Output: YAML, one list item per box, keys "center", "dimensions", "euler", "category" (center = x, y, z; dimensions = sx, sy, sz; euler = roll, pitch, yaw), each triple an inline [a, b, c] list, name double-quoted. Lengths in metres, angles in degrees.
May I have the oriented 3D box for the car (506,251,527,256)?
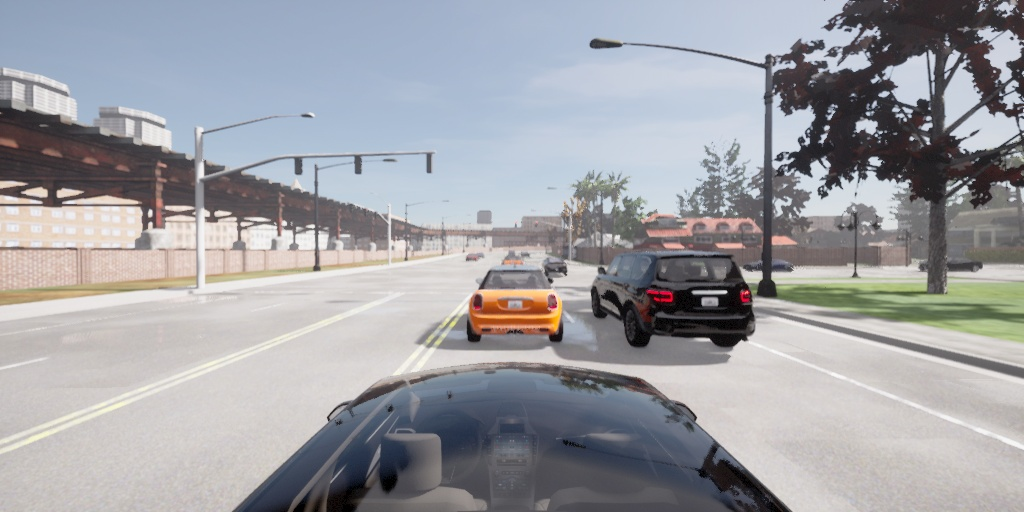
- center: [0.060, 0.668, 34.041]
  dimensions: [2.097, 1.767, 4.553]
  euler: [0, 1, 0]
  category: "car"

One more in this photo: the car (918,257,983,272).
- center: [43.348, 0.817, 35.518]
  dimensions: [5.008, 1.535, 1.882]
  euler: [0, 1, -2]
  category: "car"

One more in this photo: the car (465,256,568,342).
- center: [0.071, 1.000, 9.595]
  dimensions: [2.097, 1.767, 4.553]
  euler: [0, 1, 0]
  category: "car"

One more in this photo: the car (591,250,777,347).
- center: [3.572, 0.876, 9.136]
  dimensions: [2.150, 2.045, 5.566]
  euler: [0, 1, 0]
  category: "car"

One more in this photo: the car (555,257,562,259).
- center: [3.560, 0.854, 30.676]
  dimensions: [2.128, 1.511, 4.902]
  euler: [0, 1, 0]
  category: "car"

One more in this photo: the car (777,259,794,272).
- center: [25.017, 0.881, 35.100]
  dimensions: [4.181, 1.385, 1.994]
  euler: [0, 1, -2]
  category: "car"

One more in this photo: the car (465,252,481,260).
- center: [-7.111, 0.214, 63.797]
  dimensions: [1.882, 1.535, 5.008]
  euler: [0, 1, 0]
  category: "car"
